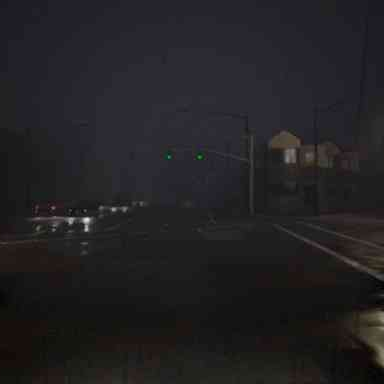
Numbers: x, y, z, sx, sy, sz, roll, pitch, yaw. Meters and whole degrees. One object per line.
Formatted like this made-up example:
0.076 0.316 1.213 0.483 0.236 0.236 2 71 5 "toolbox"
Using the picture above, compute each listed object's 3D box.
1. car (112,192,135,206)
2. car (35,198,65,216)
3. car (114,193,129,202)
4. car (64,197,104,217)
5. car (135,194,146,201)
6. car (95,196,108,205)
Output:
-10.582 1.050 50.524 2.150 2.045 5.566 0 1 0 "car"
-14.108 1.435 33.933 2.097 1.767 4.553 0 1 0 "car"
-14.023 1.084 66.141 1.882 1.535 5.008 0 0 0 "car"
-10.608 1.597 33.099 1.837 1.490 4.892 0 1 0 "car"
-10.519 1.136 66.689 1.812 1.442 4.674 0 0 0 "car"
-14.083 1.353 50.412 1.812 1.442 4.674 0 1 0 "car"
